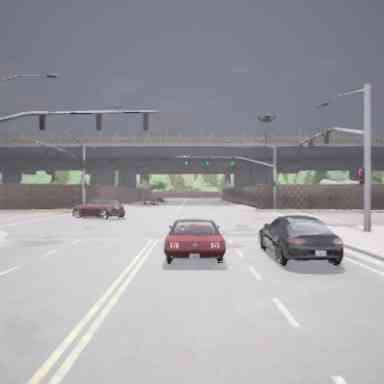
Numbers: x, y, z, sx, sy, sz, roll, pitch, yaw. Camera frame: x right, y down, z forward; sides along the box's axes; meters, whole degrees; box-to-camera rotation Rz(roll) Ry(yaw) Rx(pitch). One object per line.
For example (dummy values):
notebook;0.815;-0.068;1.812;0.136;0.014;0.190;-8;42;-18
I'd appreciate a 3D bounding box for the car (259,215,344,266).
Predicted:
car;3.585;1.535;11.522;1.812;1.442;4.674;0;0;0

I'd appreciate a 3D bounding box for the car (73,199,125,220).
car;-7.945;1.351;28.201;4.553;1.767;2.097;0;0;30

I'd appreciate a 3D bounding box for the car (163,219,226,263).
car;0.081;1.611;12.047;1.895;1.301;4.718;0;0;0

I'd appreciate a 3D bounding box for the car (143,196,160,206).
car;-7.052;1.538;55.922;2.128;1.511;4.902;0;0;0

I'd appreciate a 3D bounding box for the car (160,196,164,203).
car;-6.992;1.537;71.428;1.882;1.535;5.008;0;0;0
